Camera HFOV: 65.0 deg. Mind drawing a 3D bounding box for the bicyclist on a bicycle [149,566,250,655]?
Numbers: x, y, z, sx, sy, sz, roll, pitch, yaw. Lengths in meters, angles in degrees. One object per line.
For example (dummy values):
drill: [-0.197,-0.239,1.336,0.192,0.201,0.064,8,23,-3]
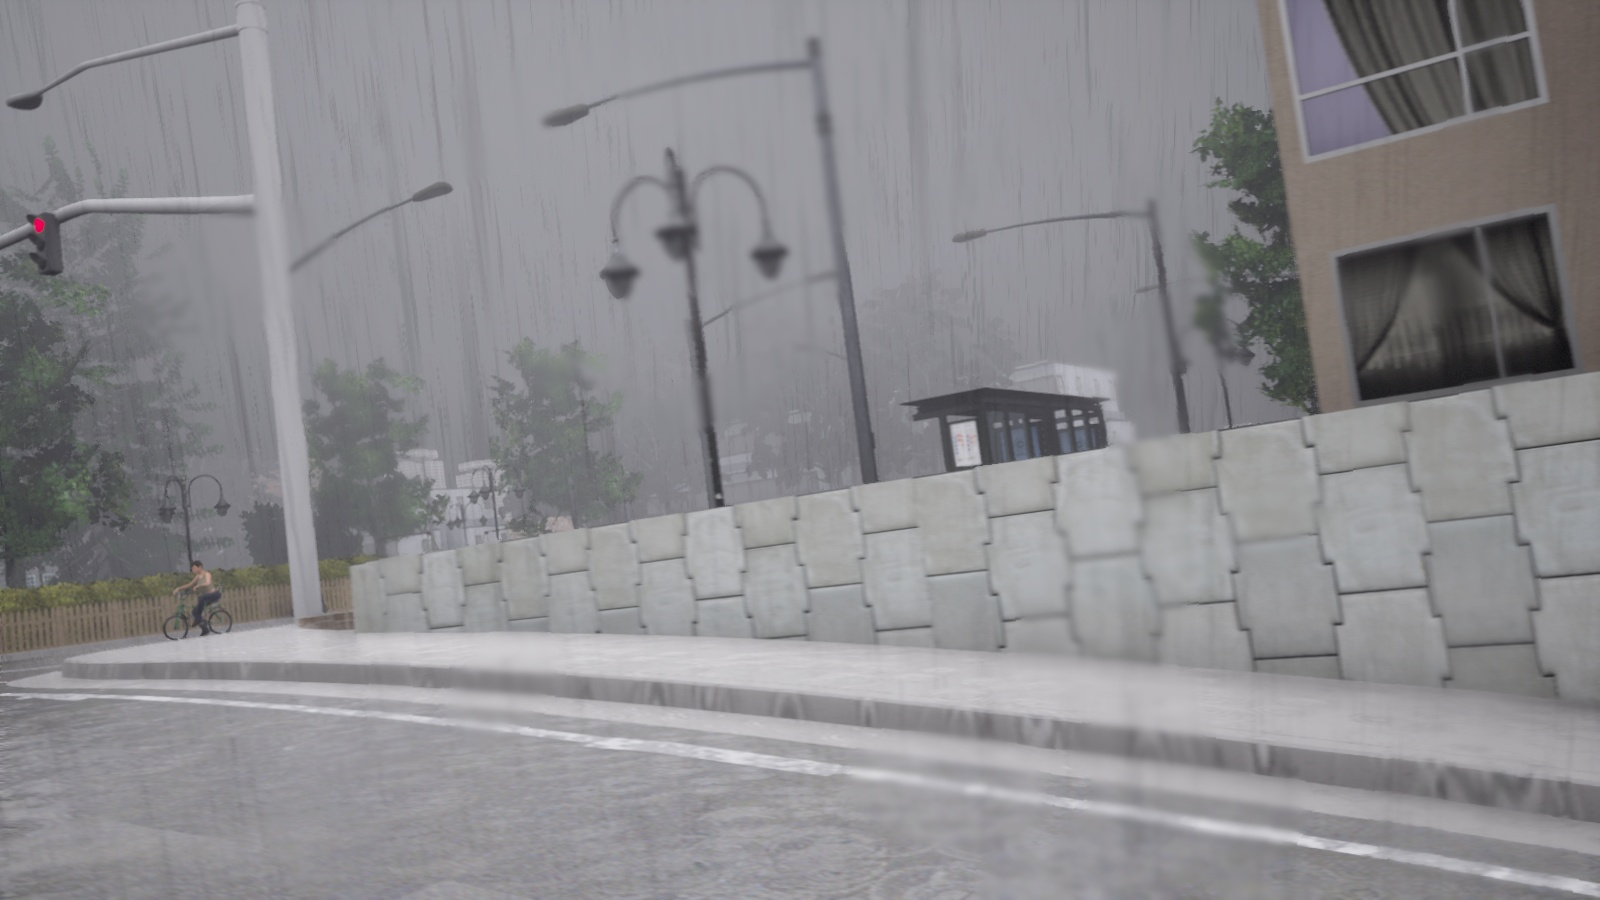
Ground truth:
bicyclist on a bicycle: [-12.476,3.322,26.114,0.866,1.612,1.509,-11,-5,34]
